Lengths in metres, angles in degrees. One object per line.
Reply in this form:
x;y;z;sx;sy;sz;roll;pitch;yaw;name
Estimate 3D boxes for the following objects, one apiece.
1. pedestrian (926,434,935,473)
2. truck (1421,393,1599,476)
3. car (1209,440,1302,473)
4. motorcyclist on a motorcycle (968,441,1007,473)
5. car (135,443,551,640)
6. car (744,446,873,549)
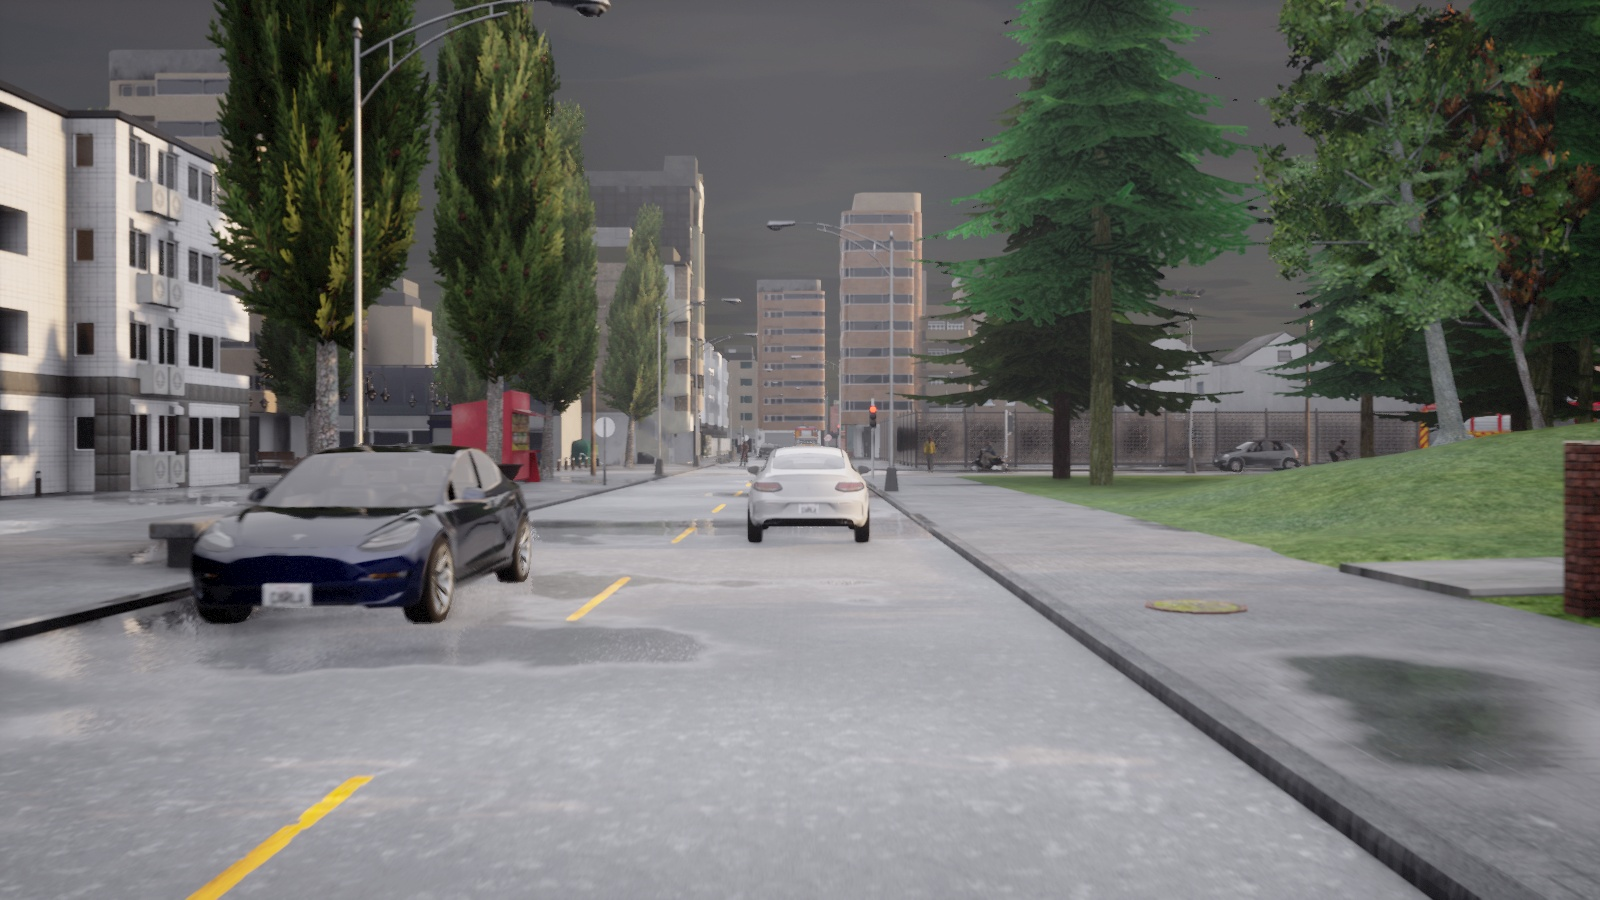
6.261;0.159;60.125;0.370;1.835;0.726;0;0;0;pedestrian
34.218;-0.724;59.157;8.468;3.827;2.891;0;0;-1;truck
22.901;0.307;63.234;3.988;1.617;1.851;0;0;0;car
9.431;0.351;63.302;1.817;1.590;0.866;0;0;0;motorcyclist on a motorcycle
-3.914;0.677;11.854;2.163;1.488;4.792;0;0;0;car
0.134;0.660;19.968;1.812;1.442;4.674;0;0;0;car
